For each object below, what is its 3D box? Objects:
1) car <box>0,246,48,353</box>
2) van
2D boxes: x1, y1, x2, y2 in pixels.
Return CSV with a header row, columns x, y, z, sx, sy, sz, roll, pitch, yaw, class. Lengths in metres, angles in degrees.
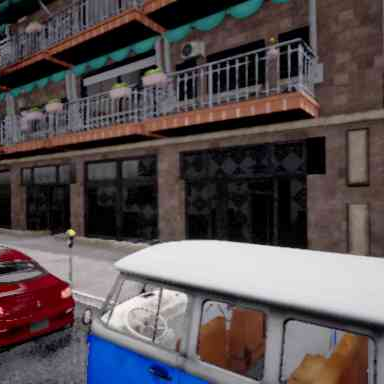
x,y,z,sx,sy,sz,roll,pitch,yaw,class
-3.644,1.552,5.486,4.206,1.307,1.802,0,-1,36,car
0.968,1.339,2.201,3.998,1.788,1.690,0,-1,35,van
